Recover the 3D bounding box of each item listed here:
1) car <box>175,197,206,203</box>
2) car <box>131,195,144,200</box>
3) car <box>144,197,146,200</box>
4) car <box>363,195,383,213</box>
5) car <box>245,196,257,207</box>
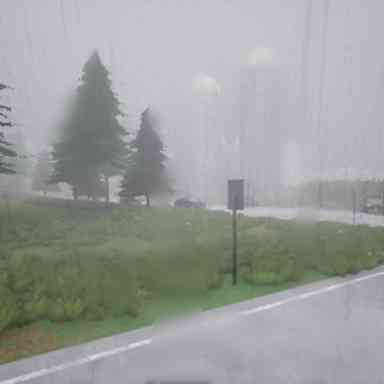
[{"bbox_3d":[-0.185,1.350,40.145,1.882,1.535,5.008,0,0,-35],"label":"car"},{"bbox_3d":[-10.115,1.481,54.494,1.895,1.301,4.718,0,0,-35],"label":"car"},{"bbox_3d":[-12.222,1.428,73.297,4.181,1.381,1.994,0,0,-36],"label":"car"},{"bbox_3d":[18.698,1.236,34.085,1.905,1.878,3.866,0,0,24],"label":"car"},{"bbox_3d":[7.107,1.361,46.535,3.988,1.617,1.851,0,0,-36],"label":"car"}]
